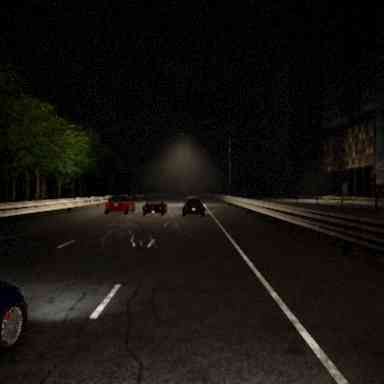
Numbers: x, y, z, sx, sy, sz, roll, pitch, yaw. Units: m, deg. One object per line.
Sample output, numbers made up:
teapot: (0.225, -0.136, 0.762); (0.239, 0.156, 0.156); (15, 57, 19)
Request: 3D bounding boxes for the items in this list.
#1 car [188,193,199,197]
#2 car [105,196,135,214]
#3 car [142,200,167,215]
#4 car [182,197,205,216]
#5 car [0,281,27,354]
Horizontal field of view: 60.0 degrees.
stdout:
car: (0.165, 1.233, 45.404); (2.128, 1.511, 4.902); (0, 0, 0)
car: (-6.850, 1.161, 32.131); (2.097, 1.767, 4.553); (0, 0, 0)
car: (-3.351, 1.416, 30.945); (1.895, 1.301, 4.718); (0, 0, 0)
car: (0.147, 1.384, 29.888); (1.994, 1.385, 4.181); (0, 0, 0)
car: (-3.395, 1.507, 3.079); (1.812, 1.442, 4.674); (0, 0, 0)
